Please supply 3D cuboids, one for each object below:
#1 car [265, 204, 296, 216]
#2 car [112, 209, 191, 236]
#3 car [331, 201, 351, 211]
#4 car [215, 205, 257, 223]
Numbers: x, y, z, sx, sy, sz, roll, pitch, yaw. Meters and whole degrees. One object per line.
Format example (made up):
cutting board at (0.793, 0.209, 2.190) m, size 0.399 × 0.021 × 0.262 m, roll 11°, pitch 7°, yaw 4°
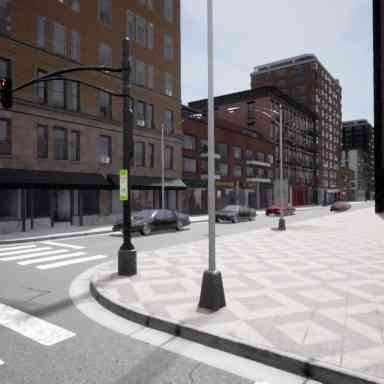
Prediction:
car at (9.705, 1.929, 36.494) m, size 1.895 × 1.301 × 4.718 m, roll -1°, pitch -1°, yaw 36°
car at (-2.218, 1.708, 19.961) m, size 2.033 × 1.411 × 5.357 m, roll -1°, pitch -1°, yaw 36°
car at (20.821, 1.974, 46.469) m, size 1.994 × 1.385 × 4.181 m, roll -1°, pitch -1°, yaw 36°
car at (3.690, 1.792, 28.167) m, size 2.033 × 1.411 × 5.357 m, roll -1°, pitch -1°, yaw 35°
